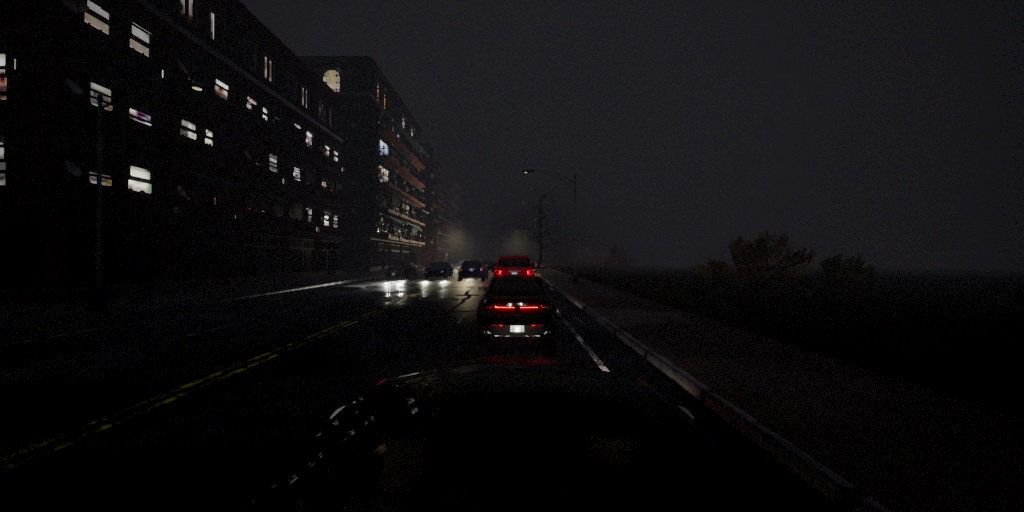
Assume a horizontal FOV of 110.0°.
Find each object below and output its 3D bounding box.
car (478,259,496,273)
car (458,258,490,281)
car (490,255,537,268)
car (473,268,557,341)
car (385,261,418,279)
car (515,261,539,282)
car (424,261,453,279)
[{"bbox_3d":[-3.106,1.230,45.302,1.882,1.535,5.008,0,0,0],"label":"car"},{"bbox_3d":[-3.122,1.106,29.683,2.097,1.767,4.553,0,0,0],"label":"car"},{"bbox_3d":[0.118,0.974,20.178,2.150,2.045,5.566,0,0,0],"label":"car"},{"bbox_3d":[0.110,1.256,9.831,1.837,1.490,4.892,0,0,0],"label":"car"},{"bbox_3d":[-9.821,1.244,32.160,2.128,1.511,4.902,0,0,0],"label":"car"},{"bbox_3d":[1.166,1.208,30.585,1.801,1.575,5.366,0,0,0],"label":"car"},{"bbox_3d":[-6.571,1.230,32.405,1.882,1.535,5.008,0,0,0],"label":"car"}]
